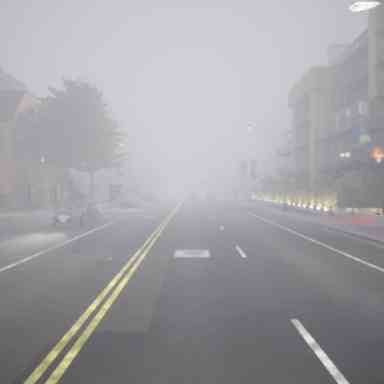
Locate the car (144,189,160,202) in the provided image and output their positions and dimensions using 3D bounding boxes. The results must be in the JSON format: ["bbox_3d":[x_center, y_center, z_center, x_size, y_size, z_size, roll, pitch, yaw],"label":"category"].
[{"bbox_3d":[-7.087,0.779,56.063,2.097,1.767,4.553,0,1,0],"label":"car"}]

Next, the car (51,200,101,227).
[{"bbox_3d":[-7.115,1.280,20.827,2.128,1.511,4.902,0,1,0],"label":"car"}]

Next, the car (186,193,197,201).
[{"bbox_3d":[-0.055,0.843,61.974,1.882,1.535,5.008,0,1,0],"label":"car"}]

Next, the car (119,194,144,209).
[{"bbox_3d":[-7.121,1.133,38.397,1.812,1.442,4.674,0,0,0],"label":"car"}]

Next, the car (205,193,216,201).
[{"bbox_3d":[3.445,0.855,61.980,2.128,1.511,4.902,0,1,0],"label":"car"}]
